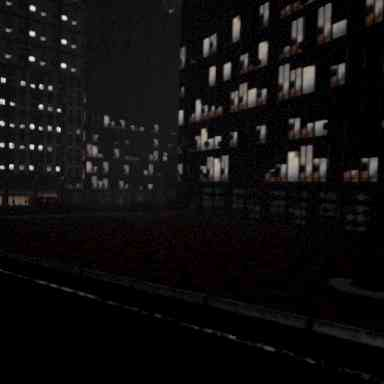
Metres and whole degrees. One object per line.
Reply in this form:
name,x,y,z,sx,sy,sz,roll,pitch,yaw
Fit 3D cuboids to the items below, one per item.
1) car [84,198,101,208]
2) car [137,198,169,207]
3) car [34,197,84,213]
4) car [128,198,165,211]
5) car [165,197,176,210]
car,-15.652,1.608,48.865,4.403,1.369,2.008,1,1,-34
car,-6.436,1.682,55.173,4.829,1.417,1.752,1,1,-34
car,-15.875,1.548,39.157,5.009,1.841,2.192,1,1,-34
car,-6.526,1.878,45.566,4.507,1.381,1.887,1,1,-34
car,-1.842,1.699,48.763,5.009,1.841,2.192,1,1,-34
